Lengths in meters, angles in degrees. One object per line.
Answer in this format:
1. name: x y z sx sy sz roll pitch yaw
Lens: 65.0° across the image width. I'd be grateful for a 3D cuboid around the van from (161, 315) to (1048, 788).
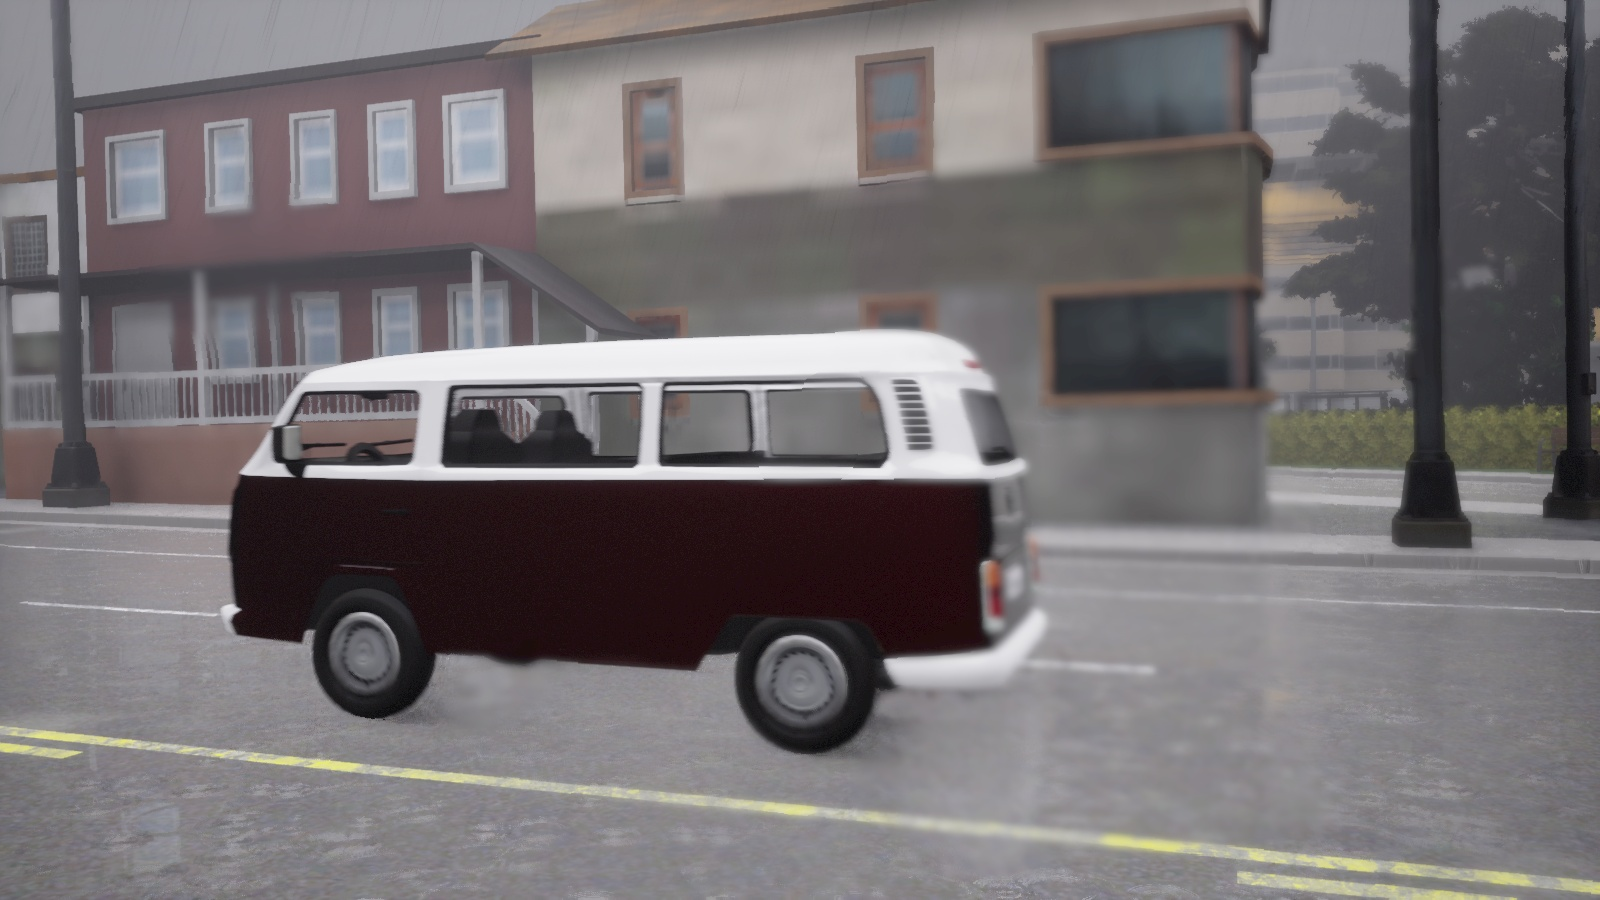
1. van: -1.005 0.397 7.084 4.480 2.038 2.069 1 1 18
